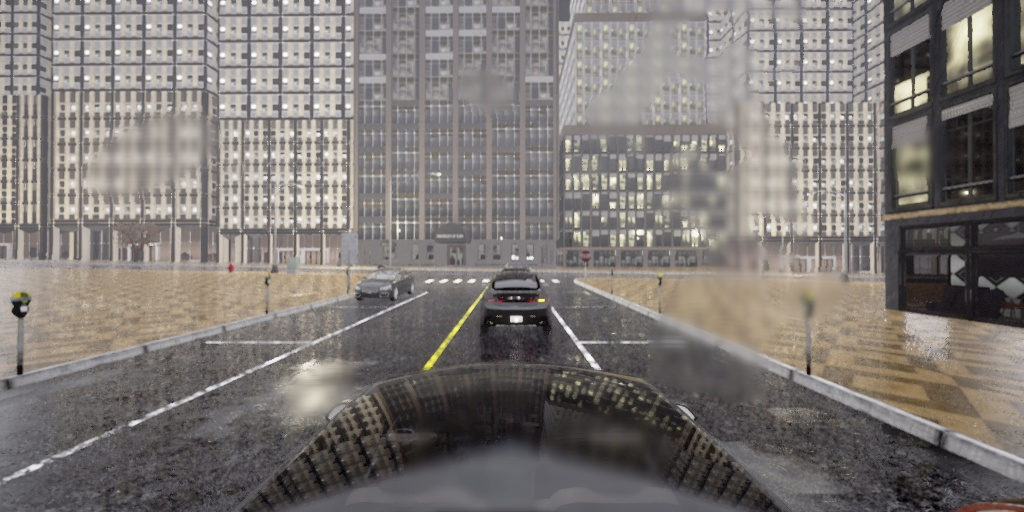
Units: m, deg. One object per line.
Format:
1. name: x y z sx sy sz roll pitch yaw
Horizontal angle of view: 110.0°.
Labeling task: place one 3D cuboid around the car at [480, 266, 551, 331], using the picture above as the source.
1. car: 0.096 1.223 10.883 1.837 1.490 4.892 0 0 0

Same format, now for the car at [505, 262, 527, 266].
1. car: 0.322 1.162 24.145 2.128 1.511 4.902 0 0 3

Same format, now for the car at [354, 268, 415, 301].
1. car: -5.827 1.247 16.822 2.007 1.370 4.403 0 0 0
